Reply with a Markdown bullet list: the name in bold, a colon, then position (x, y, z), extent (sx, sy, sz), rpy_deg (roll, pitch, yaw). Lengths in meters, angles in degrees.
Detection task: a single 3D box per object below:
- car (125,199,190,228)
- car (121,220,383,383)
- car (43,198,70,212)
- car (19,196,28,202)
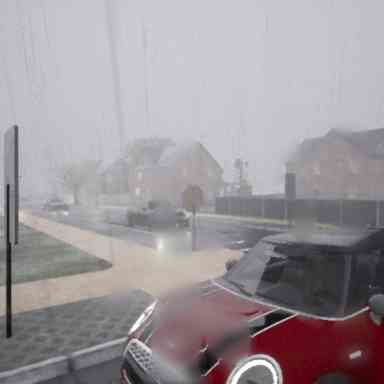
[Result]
- **car**: position (-2.077, 1.214, 19.115), extent (2.097, 1.767, 4.553), rpy_deg (0, 0, -36)
- **car**: position (1.482, 1.308, 4.005), extent (4.553, 1.767, 2.097), rpy_deg (-1, 1, -36)
- **car**: position (-15.395, 1.417, 37.529), extent (2.033, 1.411, 5.357), rpy_deg (0, 0, -36)
- **car**: position (-36.775, 1.440, 71.847), extent (1.994, 1.385, 4.181), rpy_deg (0, 0, -36)
